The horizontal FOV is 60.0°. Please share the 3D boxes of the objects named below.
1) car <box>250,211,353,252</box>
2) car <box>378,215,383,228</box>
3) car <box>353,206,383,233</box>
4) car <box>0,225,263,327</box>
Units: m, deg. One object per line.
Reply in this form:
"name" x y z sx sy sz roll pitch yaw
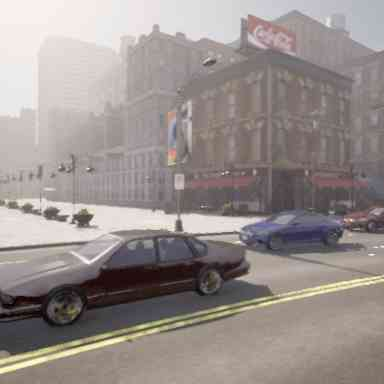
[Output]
"car" 4.213 1.543 13.975 4.674 1.442 1.812 0 0 -23
"car" 9.628 1.630 12.390 4.718 1.301 1.895 0 0 -19
"car" 11.302 1.557 19.848 4.674 1.452 2.002 0 0 -16
"car" -1.199 1.548 7.151 5.357 1.411 2.033 0 0 -33
